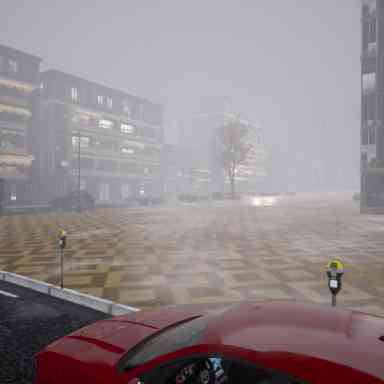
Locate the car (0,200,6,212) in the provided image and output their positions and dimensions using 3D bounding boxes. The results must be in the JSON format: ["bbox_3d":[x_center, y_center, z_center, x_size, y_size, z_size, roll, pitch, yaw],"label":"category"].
[{"bbox_3d":[-20.396,1.097,31.552,2.097,1.767,4.553,1,1,37],"label":"car"}]

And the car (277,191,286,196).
[{"bbox_3d":[20.163,0.365,79.830,2.008,1.369,4.403,2,2,35],"label":"car"}]

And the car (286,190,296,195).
[{"bbox_3d":[26.515,0.084,88.977,1.967,1.590,4.097,2,2,35],"label":"car"}]

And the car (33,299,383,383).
[{"bbox_3d":[0.603,1.545,2.435,4.507,1.381,1.887,0,0,36],"label":"car"}]

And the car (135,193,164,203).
[{"bbox_3d":[-6.528,0.889,51.518,1.812,1.442,4.674,1,1,35],"label":"car"}]

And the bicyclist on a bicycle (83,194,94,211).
[{"bbox_3d":[-9.819,1.021,31.479,1.656,1.620,0.582,0,1,35],"label":"bicyclist on a bicycle"}]

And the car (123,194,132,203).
[{"bbox_3d":[-8.948,0.916,52.584,1.947,1.339,4.313,2,2,35],"label":"car"}]

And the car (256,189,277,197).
[{"bbox_3d":[16.989,0.451,75.256,2.008,1.369,4.403,2,2,35],"label":"car"}]

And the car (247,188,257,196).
[{"bbox_3d":[16.457,-0.023,89.177,2.192,1.841,5.009,2,2,35],"label":"car"}]

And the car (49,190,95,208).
[{"bbox_3d":[-14.348,0.800,40.277,2.150,2.045,5.566,1,1,35],"label":"car"}]

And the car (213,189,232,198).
[{"bbox_3d":[6.932,0.234,75.453,2.192,1.841,5.009,2,2,35],"label":"car"}]

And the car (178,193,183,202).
[{"bbox_3d":[-0.356,0.767,54.916,1.882,1.535,5.008,1,1,35],"label":"car"}]

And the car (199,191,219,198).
[{"bbox_3d":[3.656,0.532,70.743,1.752,1.417,4.829,2,2,35],"label":"car"}]

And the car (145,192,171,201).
[{"bbox_3d":[-5.773,0.814,57.159,2.008,1.369,4.403,2,2,35],"label":"car"}]

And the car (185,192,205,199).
[{"bbox_3d":[0.578,0.656,66.310,1.947,1.339,4.313,2,2,35],"label":"car"}]

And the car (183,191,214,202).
[{"bbox_3d":[1.111,0.881,52.381,2.008,1.369,4.403,2,2,35],"label":"car"}]

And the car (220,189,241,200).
[{"bbox_3d":[7.559,0.680,61.670,1.752,1.417,4.829,2,2,35],"label":"car"}]

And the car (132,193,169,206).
[{"bbox_3d":[-5.240,1.055,43.230,2.008,1.369,4.403,2,2,35],"label":"car"}]

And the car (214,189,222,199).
[{"bbox_3d":[5.523,0.633,63.474,1.837,1.490,4.892,1,1,35],"label":"car"}]
